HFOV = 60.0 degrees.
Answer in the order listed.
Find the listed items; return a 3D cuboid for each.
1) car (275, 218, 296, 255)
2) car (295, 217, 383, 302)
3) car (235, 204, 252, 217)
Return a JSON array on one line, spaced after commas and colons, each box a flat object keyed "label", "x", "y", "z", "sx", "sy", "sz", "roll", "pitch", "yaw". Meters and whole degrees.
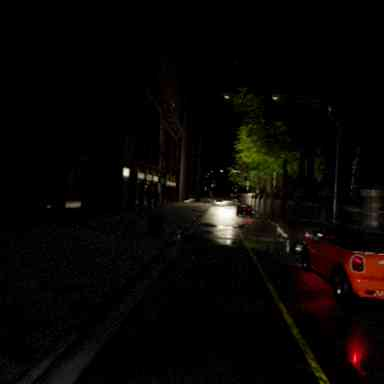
[{"label": "car", "x": 5.010, "y": 1.924, "z": 15.156, "sx": 1.837, "sy": 1.490, "sz": 4.892, "roll": 3, "pitch": -1, "yaw": 5}, {"label": "car", "x": 4.517, "y": 1.681, "z": 9.150, "sx": 2.097, "sy": 1.767, "sz": 4.553, "roll": 3, "pitch": -1, "yaw": 5}, {"label": "car", "x": 6.256, "y": 2.192, "z": 40.400, "sx": 2.128, "sy": 1.511, "sz": 4.902, "roll": 3, "pitch": 0, "yaw": 5}]
